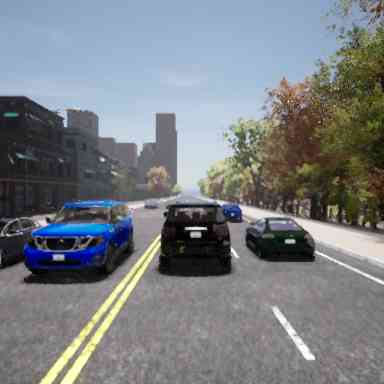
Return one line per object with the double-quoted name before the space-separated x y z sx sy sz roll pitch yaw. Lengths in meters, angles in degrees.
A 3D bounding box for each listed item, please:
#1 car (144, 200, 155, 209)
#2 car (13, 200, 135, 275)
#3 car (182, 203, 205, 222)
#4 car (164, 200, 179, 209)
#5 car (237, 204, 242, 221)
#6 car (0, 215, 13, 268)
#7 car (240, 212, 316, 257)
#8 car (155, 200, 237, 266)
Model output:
"car" -6.518 1.997 54.043 2.033 1.411 5.357 0 0 1
"car" -3.343 1.315 11.107 2.150 2.045 5.566 0 0 0
"car" 0.121 1.773 29.596 1.812 1.442 4.674 0 0 0
"car" -3.268 1.997 54.041 2.033 1.411 5.357 0 0 1
"car" 3.371 1.730 30.133 1.882 1.535 5.008 0 0 0
"car" -6.593 1.598 11.179 1.837 1.490 4.892 0 0 0
"car" 3.359 1.677 13.375 1.994 1.385 4.181 0 0 0
"car" 0.109 1.323 12.047 2.150 2.045 5.566 0 0 0
